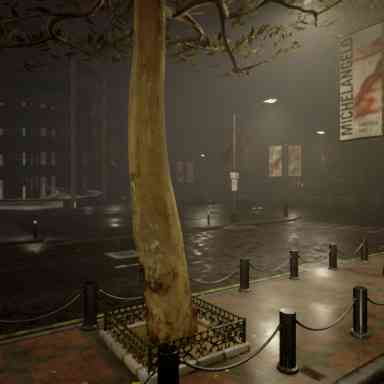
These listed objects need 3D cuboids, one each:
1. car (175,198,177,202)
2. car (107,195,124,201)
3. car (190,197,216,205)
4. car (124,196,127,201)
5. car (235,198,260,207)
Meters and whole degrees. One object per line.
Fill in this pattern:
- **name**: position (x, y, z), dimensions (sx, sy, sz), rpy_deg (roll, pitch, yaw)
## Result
- **car**: position (-5.073, 1.477, 65.902), dimensions (5.008, 1.535, 1.882), rpy_deg (0, 0, 41)
- **car**: position (-19.000, 1.474, 77.400), dimensions (4.674, 1.442, 1.812), rpy_deg (0, 0, 12)
- **car**: position (1.879, 1.547, 58.032), dimensions (2.033, 1.411, 5.357), rpy_deg (0, 0, -38)
- **car**: position (-18.040, 1.464, 80.766), dimensions (4.674, 1.442, 1.812), rpy_deg (0, 0, 12)
- **car**: position (8.026, 1.564, 49.566), dimensions (1.994, 1.385, 4.181), rpy_deg (0, 0, -35)
